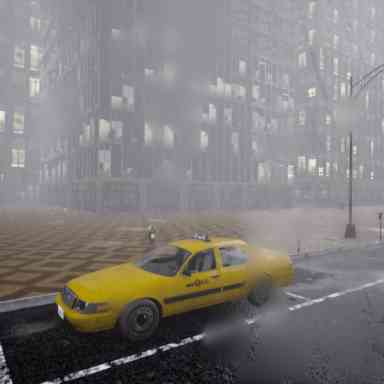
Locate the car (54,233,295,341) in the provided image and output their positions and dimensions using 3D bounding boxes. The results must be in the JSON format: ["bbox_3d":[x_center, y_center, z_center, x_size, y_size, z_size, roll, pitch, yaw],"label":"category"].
[{"bbox_3d":[-0.038,1.525,6.484,4.829,1.417,1.752,0,1,-35],"label":"car"}]
